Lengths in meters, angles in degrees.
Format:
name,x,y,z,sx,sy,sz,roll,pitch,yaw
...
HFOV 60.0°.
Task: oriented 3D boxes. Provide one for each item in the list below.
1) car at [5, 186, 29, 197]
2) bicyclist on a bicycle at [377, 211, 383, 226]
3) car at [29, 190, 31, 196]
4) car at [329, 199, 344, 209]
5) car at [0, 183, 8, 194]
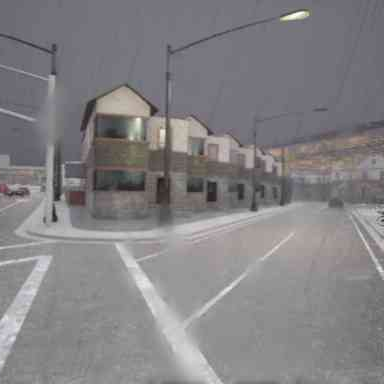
name,x,y,z,sx,sy,sz,roll,pitch,yaw
car,-25.606,0.111,48.669,1.895,1.301,4.718,1,0,-21
bicyclist on a bicycle,13.624,1.543,22.757,1.656,1.620,0.582,1,0,24
car,-29.282,-0.064,57.922,1.837,1.490,4.892,1,0,-21
car,23.281,1.847,53.655,1.882,1.535,5.008,1,0,29
car,-32.592,-0.414,56.835,2.150,2.045,5.566,1,0,-21
